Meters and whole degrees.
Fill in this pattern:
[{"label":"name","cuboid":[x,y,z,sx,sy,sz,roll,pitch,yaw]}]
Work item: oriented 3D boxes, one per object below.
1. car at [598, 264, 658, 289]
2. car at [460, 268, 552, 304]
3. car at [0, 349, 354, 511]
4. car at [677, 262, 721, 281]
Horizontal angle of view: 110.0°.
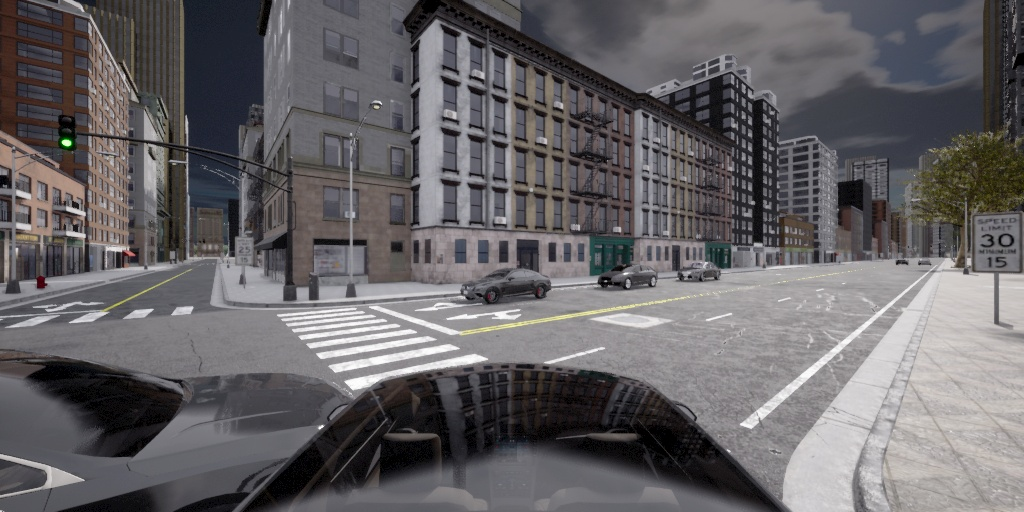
[{"label":"car","cuboid":[7.478,1.256,22.950,4.892,1.490,1.837,0,0,-39]},{"label":"car","cuboid":[-0.166,1.285,16.667,4.674,1.442,1.812,0,0,-39]},{"label":"car","cuboid":[-3.235,1.257,1.671,4.892,1.490,1.837,0,0,-35]},{"label":"car","cuboid":[15.438,1.233,29.481,4.902,1.511,2.128,0,0,-39]}]
